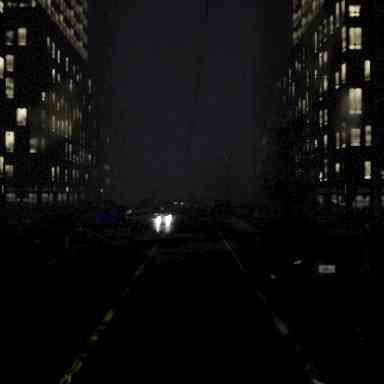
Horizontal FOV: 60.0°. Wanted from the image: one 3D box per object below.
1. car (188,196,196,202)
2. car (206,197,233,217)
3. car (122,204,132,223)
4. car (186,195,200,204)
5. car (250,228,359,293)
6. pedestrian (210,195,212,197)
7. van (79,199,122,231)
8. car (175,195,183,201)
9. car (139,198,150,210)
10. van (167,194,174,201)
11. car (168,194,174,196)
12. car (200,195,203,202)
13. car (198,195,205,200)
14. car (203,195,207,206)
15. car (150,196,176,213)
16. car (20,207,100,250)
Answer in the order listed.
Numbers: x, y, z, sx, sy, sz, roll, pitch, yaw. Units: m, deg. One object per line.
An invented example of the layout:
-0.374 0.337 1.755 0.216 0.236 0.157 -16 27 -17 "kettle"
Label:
-0.002 1.534 77.045 1.895 1.301 4.718 0 0 0 "car"
2.693 1.454 31.485 1.967 1.590 4.097 0 0 0 "car"
-5.688 1.594 25.807 1.802 1.307 4.206 0 0 0 "car"
-0.002 1.368 62.086 2.097 1.767 4.553 0 0 0 "car"
2.693 1.571 8.718 1.947 1.339 4.313 0 0 0 "car"
2.998 1.310 52.661 0.375 1.860 0.375 0 0 -2 "pedestrian"
-5.687 1.351 20.115 1.690 1.788 3.998 0 0 0 "van"
-3.003 1.325 77.850 1.895 1.301 4.718 0 0 0 "car"
-5.688 1.455 42.883 1.967 1.590 4.097 0 0 0 "car"
-5.689 1.354 88.421 1.690 1.788 3.998 0 0 0 "van"
-5.689 1.540 76.866 1.752 1.417 4.829 0 0 0 "car"
2.692 1.456 77.020 1.967 1.590 4.097 0 0 0 "car"
2.691 1.563 94.096 2.008 1.369 4.403 0 0 0 "car"
2.998 1.542 49.820 1.812 1.442 4.674 0 0 0 "car"
-3.096 1.508 37.302 2.128 1.511 4.902 0 0 0 "car"
-5.688 1.552 14.422 1.887 1.381 4.507 0 0 0 "car"
